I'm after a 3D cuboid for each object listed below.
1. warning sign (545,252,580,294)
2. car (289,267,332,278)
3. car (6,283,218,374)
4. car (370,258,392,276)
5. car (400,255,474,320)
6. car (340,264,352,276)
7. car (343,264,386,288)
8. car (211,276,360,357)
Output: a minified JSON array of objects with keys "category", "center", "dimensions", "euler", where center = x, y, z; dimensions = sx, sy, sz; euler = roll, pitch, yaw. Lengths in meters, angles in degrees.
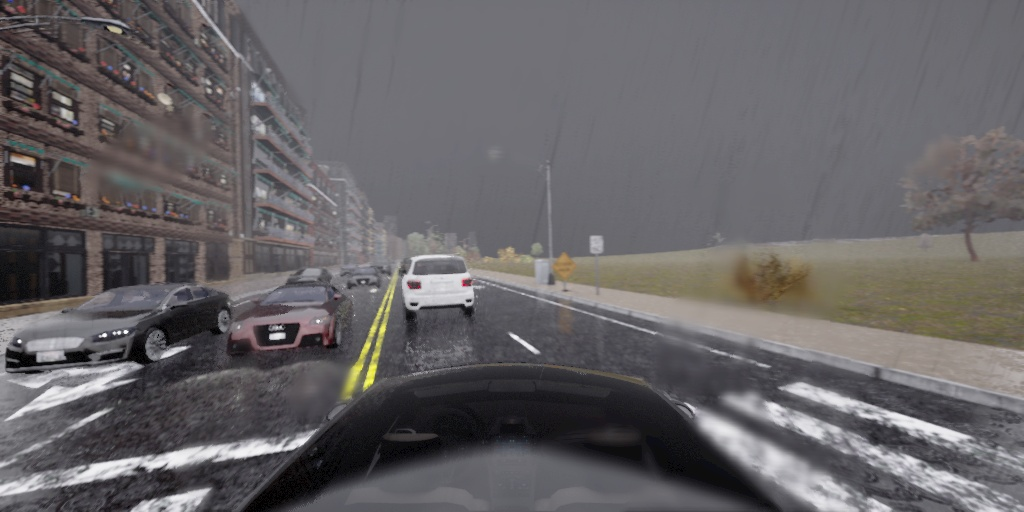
[{"category":"warning sign","center":[2.419,0.744,16.298],"dimensions":[1.300,1.860,1.060],"euler":[0,0,-17]},{"category":"car","center":[-13.001,1.478,23.231],"dimensions":[1.882,1.535,5.008],"euler":[-2,0,-17]},{"category":"car","center":[-8.441,1.426,8.355],"dimensions":[2.128,1.511,4.902],"euler":[-2,0,-17]},{"category":"car","center":[-15.287,1.301,42.063],"dimensions":[2.150,2.045,5.566],"euler":[-2,0,-17]},{"category":"car","center":[-2.852,0.996,13.138],"dimensions":[2.150,2.045,5.566],"euler":[-2,0,-17]},{"category":"car","center":[-18.394,1.676,41.138],"dimensions":[2.033,1.411,5.357],"euler":[-2,0,-17]},{"category":"car","center":[-10.043,1.483,24.673],"dimensions":[1.994,1.385,4.181],"euler":[-2,0,-17]},{"category":"car","center":[-5.244,1.414,9.020],"dimensions":[1.994,1.385,4.181],"euler":[-2,0,-17]}]
